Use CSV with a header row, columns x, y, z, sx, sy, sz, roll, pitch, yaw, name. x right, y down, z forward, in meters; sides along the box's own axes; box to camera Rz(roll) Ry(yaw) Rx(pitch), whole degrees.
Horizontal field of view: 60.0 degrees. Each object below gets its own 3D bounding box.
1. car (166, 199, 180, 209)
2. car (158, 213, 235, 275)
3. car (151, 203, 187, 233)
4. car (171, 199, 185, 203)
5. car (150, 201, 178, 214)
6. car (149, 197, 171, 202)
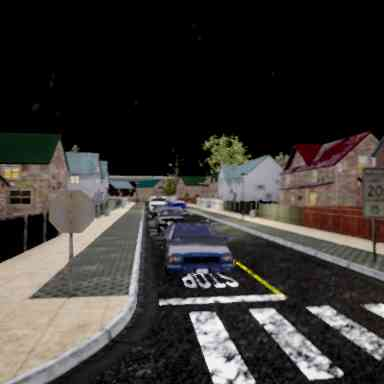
x,y,z,sx,sy,sz,roll,pitch,yaw,name
-3.288,1.983,56.482,1.882,1.535,5.008,0,0,-8,car
-0.011,1.660,11.143,2.033,1.411,5.357,0,-1,-6,car
-1.314,1.690,20.845,2.128,1.511,4.902,0,-1,-8,car
-1.867,1.900,46.305,1.882,1.535,5.008,0,-1,-8,car
-2.699,1.848,30.811,1.994,1.385,4.181,0,-1,-8,car
-4.118,1.594,41.378,2.150,2.045,5.566,0,-1,-7,car
